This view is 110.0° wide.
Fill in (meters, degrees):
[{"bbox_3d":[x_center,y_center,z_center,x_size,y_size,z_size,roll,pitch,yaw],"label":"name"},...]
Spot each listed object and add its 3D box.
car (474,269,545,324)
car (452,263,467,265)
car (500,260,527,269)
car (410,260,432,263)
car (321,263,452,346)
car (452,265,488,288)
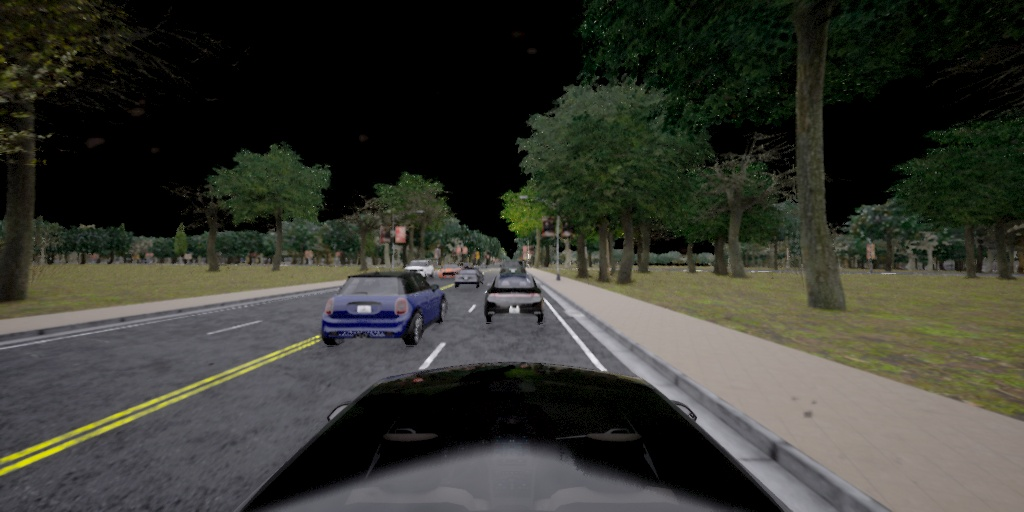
[{"bbox_3d":[0.080,1.362,12.595,2.128,1.511,4.902,0,-1,0],"label":"car"},{"bbox_3d":[-6.598,1.606,39.145,2.097,1.767,4.553,0,-1,0],"label":"car"},{"bbox_3d":[0.092,1.353,31.449,2.150,2.045,5.566,0,-1,0],"label":"car"},{"bbox_3d":[-9.850,1.458,38.220,2.150,2.045,5.566,0,-1,0],"label":"car"},{"bbox_3d":[-3.179,1.190,9.869,2.097,1.767,4.553,0,-1,0],"label":"car"},{"bbox_3d":[-3.169,1.616,27.299,2.033,1.411,5.357,0,-1,0],"label":"car"}]
